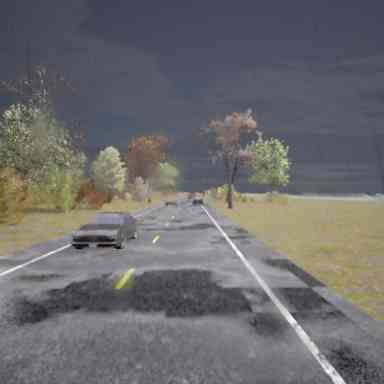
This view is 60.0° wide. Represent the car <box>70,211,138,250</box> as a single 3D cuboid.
[{"bbox_3d":[-3.602,1.585,14.775,2.033,1.411,5.357,0,0,0],"label":"car"}]

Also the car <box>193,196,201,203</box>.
[{"bbox_3d":[1.064,1.677,75.990,1.837,1.490,4.892,0,0,0],"label":"car"}]

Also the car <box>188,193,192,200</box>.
[{"bbox_3d":[0.053,1.283,93.376,2.150,2.045,5.566,0,0,0],"label":"car"}]

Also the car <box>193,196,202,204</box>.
[{"bbox_3d":[1.051,1.686,69.991,1.812,1.442,4.674,0,0,0],"label":"car"}]

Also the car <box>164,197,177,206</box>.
[{"bbox_3d":[-3.555,1.611,56.336,1.882,1.535,5.008,0,0,1],"label":"car"}]

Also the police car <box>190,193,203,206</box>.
[{"bbox_3d":[1.042,1.566,60.107,1.930,1.638,5.238,0,0,0],"label":"police car"}]
